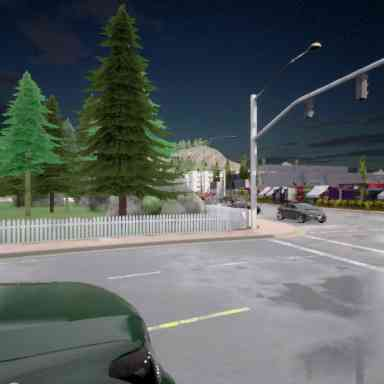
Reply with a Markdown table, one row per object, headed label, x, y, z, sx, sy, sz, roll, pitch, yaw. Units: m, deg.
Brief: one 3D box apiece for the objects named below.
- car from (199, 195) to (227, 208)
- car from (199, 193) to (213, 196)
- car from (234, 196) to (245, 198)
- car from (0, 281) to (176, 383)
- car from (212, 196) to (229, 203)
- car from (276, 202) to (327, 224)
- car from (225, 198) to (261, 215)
| label | x | y | z | sx | sy | sz | roll | pitch | yaw |
| --- | --- | --- | --- | --- | --- | --- | --- | --- | --- |
| car | 2.805 | 1.544 | 44.224 | 2.128 | 1.511 | 4.902 | 0 | 0 | -16 |
| car | 2.899 | 1.272 | 69.600 | 2.150 | 2.045 | 5.566 | 0 | 0 | -17 |
| car | 8.667 | 1.542 | 62.286 | 2.128 | 1.511 | 4.902 | 0 | 0 | -16 |
| car | -2.767 | 1.222 | 1.662 | 5.566 | 2.045 | 2.150 | 0 | 0 | -36 |
| car | 6.045 | 1.553 | 71.150 | 1.837 | 1.490 | 4.892 | 0 | 0 | -16 |
| car | 8.262 | 1.559 | 25.461 | 1.837 | 1.490 | 4.892 | 0 | 0 | -15 |
| car | 5.472 | 1.653 | 35.092 | 1.895 | 1.301 | 4.718 | 0 | 0 | -16 |
